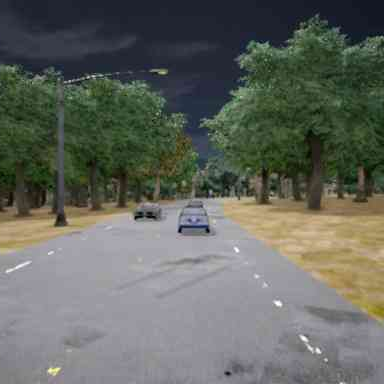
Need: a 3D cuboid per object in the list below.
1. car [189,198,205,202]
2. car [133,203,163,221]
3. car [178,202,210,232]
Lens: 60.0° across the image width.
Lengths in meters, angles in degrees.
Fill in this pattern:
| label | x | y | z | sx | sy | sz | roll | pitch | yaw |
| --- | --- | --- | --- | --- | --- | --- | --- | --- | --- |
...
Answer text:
| label | x | y | z | sx | sy | sz | roll | pitch | yaw |
| --- | --- | --- | --- | --- | --- | --- | --- | --- | --- |
| car | 0.602 | 1.485 | 42.550 | 2.128 | 1.511 | 4.902 | 0 | 0 | 3 |
| car | -3.542 | 1.623 | 27.251 | 1.895 | 1.301 | 4.718 | 0 | 0 | 1 |
| car | 0.100 | 1.572 | 20.422 | 2.033 | 1.411 | 5.357 | 0 | 0 | 0 |
